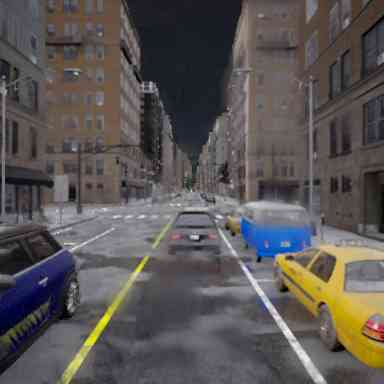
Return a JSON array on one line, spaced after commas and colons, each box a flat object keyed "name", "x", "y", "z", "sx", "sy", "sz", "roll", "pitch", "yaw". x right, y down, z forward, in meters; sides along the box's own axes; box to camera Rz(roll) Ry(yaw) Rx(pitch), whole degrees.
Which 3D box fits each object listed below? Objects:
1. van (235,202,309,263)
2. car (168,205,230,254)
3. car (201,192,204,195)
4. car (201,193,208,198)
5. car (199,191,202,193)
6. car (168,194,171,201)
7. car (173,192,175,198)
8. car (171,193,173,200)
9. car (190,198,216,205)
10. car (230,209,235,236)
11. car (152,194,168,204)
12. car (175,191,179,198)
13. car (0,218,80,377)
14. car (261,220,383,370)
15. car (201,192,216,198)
[{"name": "van", "x": 2.677, "y": 1.266, "z": 11.382, "sx": 1.690, "sy": 1.788, "sz": 3.998, "roll": 1, "pitch": 0, "yaw": 0}, {"name": "car", "x": 0.089, "y": 1.462, "z": 12.983, "sx": 2.033, "sy": 1.411, "sz": 5.357, "roll": 0, "pitch": 0, "yaw": 0}, {"name": "car", "x": 3.056, "y": 1.146, "z": 60.250, "sx": 1.887, "sy": 1.381, "sz": 4.507, "roll": 1, "pitch": 0, "yaw": 1}, {"name": "car", "x": 3.477, "y": 0.924, "z": 93.431, "sx": 2.008, "sy": 1.369, "sz": 4.403, "roll": 1, "pitch": 0, "yaw": 1}, {"name": "car", "x": 3.336, "y": 1.016, "z": 82.371, "sx": 1.947, "sy": 1.339, "sz": 4.313, "roll": 1, "pitch": 0, "yaw": 1}, {"name": "car", "x": -5.469, "y": 1.167, "z": 60.353, "sx": 1.947, "sy": 1.339, "sz": 4.313, "roll": 1, "pitch": 0, "yaw": 1}, {"name": "car", "x": -5.328, "y": 1.071, "z": 71.410, "sx": 1.887, "sy": 1.381, "sz": 4.507, "roll": 1, "pitch": 0, "yaw": 1}, {"name": "car", "x": -5.399, "y": 1.115, "z": 65.881, "sx": 2.008, "sy": 1.369, "sz": 4.403, "roll": 1, "pitch": 0, "yaw": 1}, {"name": "car", "x": 0.741, "y": 1.422, "z": 27.325, "sx": 1.895, "sy": 1.301, "sz": 4.718, "roll": 0, "pitch": 0, "yaw": 11}, {"name": "car", "x": 2.675, "y": 1.412, "z": 17.227, "sx": 1.752, "sy": 1.417, "sz": 4.829, "roll": 1, "pitch": 0, "yaw": 0}, {"name": "car", "x": -5.540, "y": 1.221, "z": 54.824, "sx": 1.802, "sy": 1.307, "sz": 4.206, "roll": 1, "pitch": 0, "yaw": 1}, {"name": "car", "x": -5.120, "y": 0.939, "z": 87.826, "sx": 1.752, "sy": 1.417, "sz": 4.829, "roll": 1, "pitch": 0, "yaw": 1}, {"name": "car", "x": -3.097, "y": 1.324, "z": 4.173, "sx": 2.097, "sy": 1.767, "sz": 4.553, "roll": 0, "pitch": 0, "yaw": 0}, {"name": "car", "x": 2.676, "y": 1.486, "z": 5.880, "sx": 1.752, "sy": 1.417, "sz": 4.829, "roll": 1, "pitch": 0, "yaw": 0}, {"name": "car", "x": 2.986, "y": 1.204, "z": 54.720, "sx": 1.947, "sy": 1.339, "sz": 4.313, "roll": 1, "pitch": 0, "yaw": 1}]
